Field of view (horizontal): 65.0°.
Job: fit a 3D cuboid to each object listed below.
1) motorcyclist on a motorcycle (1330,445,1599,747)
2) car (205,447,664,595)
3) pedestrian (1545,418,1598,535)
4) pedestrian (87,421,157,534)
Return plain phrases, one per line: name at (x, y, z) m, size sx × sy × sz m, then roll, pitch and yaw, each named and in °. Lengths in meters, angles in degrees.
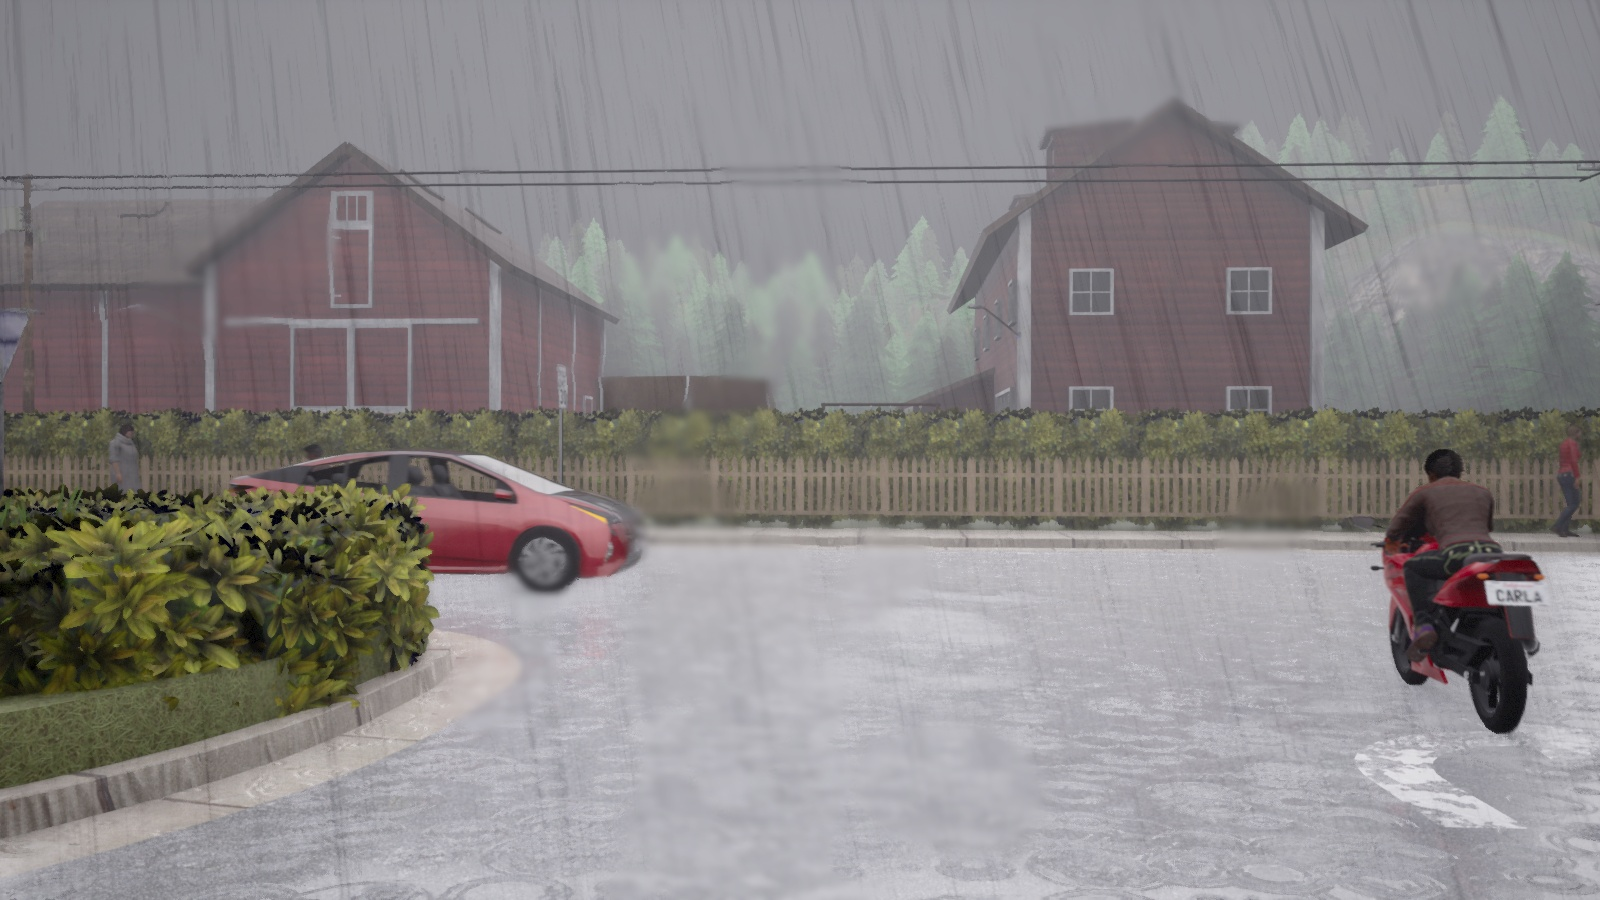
motorcyclist on a motorcycle at (3.808, 0.737, 7.387) m, size 0.797 × 1.523 × 2.044 m, roll 0°, pitch 0°, yaw 9°
car at (-3.938, 0.734, 14.045) m, size 4.514 × 1.525 × 2.007 m, roll 0°, pitch 0°, yaw 4°
pedestrian at (12.377, 0.423, 20.155) m, size 0.636 × 1.846 × 0.331 m, roll 0°, pitch 0°, yaw 11°
pedestrian at (-11.908, 0.479, 22.078) m, size 0.873 × 1.952 × 0.659 m, roll 0°, pitch 0°, yaw 2°
